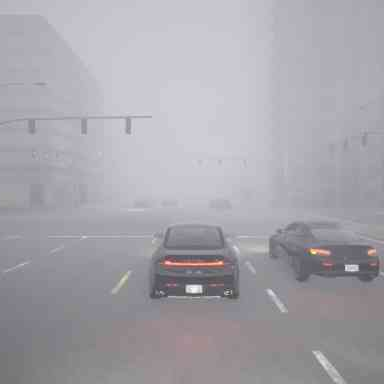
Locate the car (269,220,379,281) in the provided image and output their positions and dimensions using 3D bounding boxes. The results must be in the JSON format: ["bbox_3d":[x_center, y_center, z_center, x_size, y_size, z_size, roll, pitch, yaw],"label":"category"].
[{"bbox_3d":[3.564,1.526,9.693,1.812,1.442,4.674,0,0,0],"label":"car"}]

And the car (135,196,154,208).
[{"bbox_3d":[-7.086,1.601,48.423,1.895,1.301,4.718,0,0,0],"label":"car"}]

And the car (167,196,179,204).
[{"bbox_3d":[-3.545,1.547,62.808,2.033,1.411,5.357,0,0,0],"label":"car"}]

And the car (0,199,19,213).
[{"bbox_3d":[-21.423,1.477,35.979,5.008,1.535,1.882,0,0,1],"label":"car"}]

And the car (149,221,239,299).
[{"bbox_3d":[0.058,1.505,8.437,1.837,1.490,4.892,0,0,0],"label":"car"}]

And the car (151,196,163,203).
[{"bbox_3d":[-7.019,1.564,67.491,1.994,1.385,4.181,0,0,1],"label":"car"}]

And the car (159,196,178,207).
[{"bbox_3d":[-3.568,1.477,52.546,1.882,1.535,5.008,0,0,0],"label":"car"}]

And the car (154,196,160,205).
[{"bbox_3d":[-7.079,1.477,57.527,1.882,1.535,5.008,0,0,0],"label":"car"}]

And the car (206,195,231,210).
[{"bbox_3d":[3.656,1.505,43.336,1.837,1.490,4.892,-3,1,-12],"label":"car"}]

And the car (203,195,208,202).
[{"bbox_3d":[3.501,1.363,73.944,1.812,1.442,4.674,0,0,0],"label":"car"}]

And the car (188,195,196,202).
[{"bbox_3d":[0.001,1.364,73.944,2.128,1.511,4.902,0,0,0],"label":"car"}]
